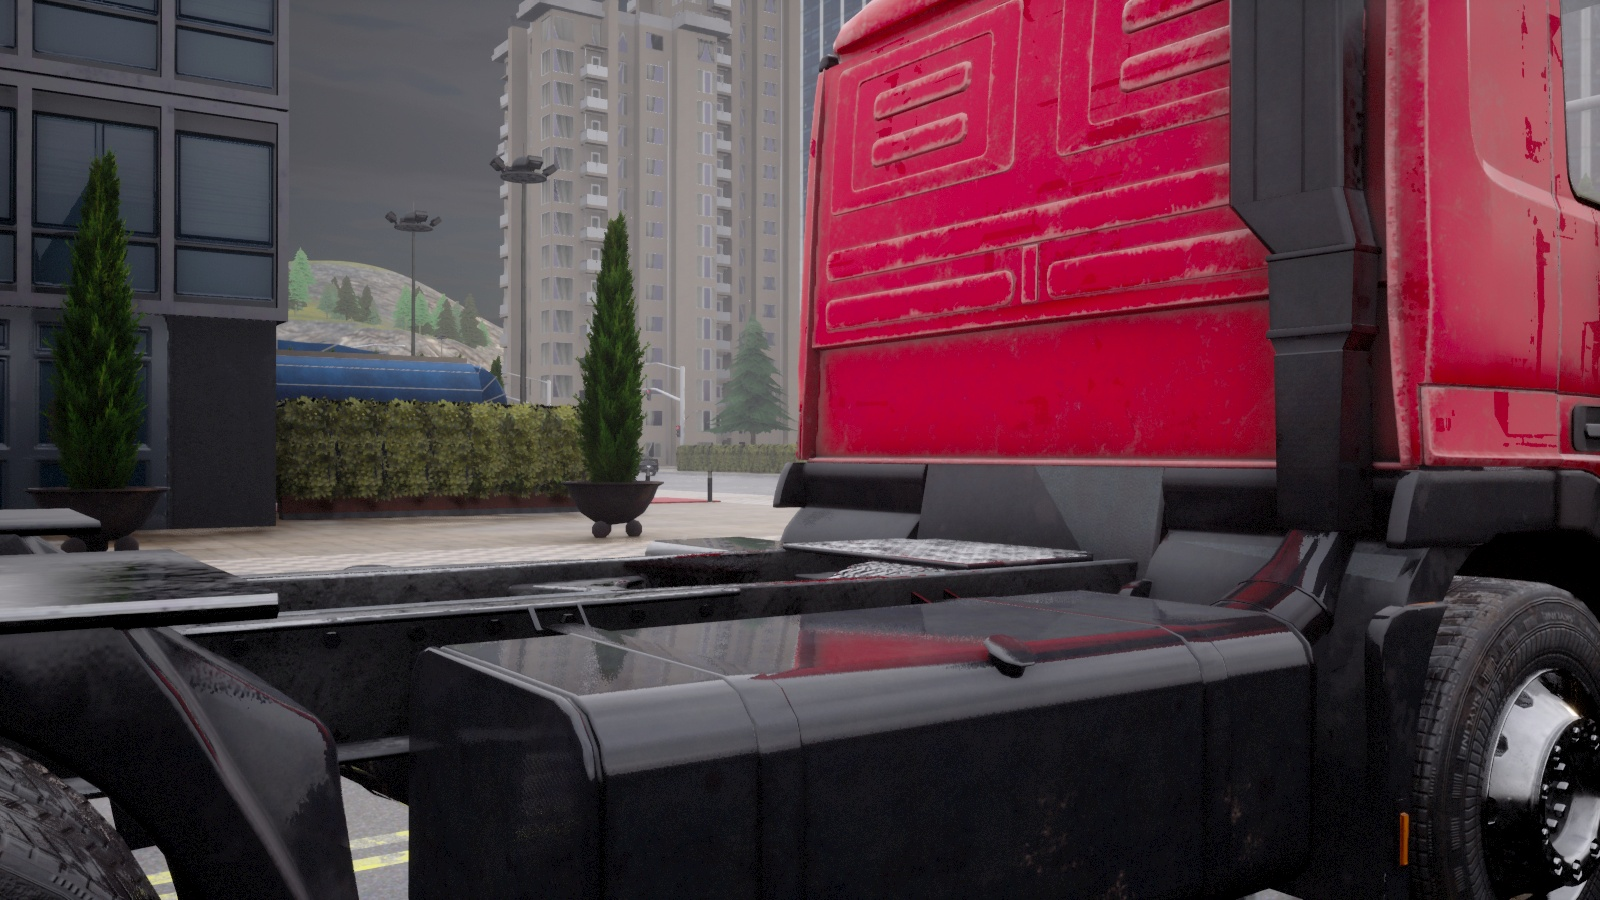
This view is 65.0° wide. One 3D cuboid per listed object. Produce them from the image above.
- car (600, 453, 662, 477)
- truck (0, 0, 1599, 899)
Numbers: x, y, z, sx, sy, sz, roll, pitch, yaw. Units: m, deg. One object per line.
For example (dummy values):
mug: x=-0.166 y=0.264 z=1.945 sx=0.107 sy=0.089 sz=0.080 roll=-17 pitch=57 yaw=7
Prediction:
car: x=-10.939 y=0.944 z=81.072 sx=1.882 sy=1.535 sz=5.008 roll=0 pitch=0 yaw=-35
truck: x=-0.663 y=-0.228 z=3.201 sx=7.936 sy=3.462 sz=2.891 roll=0 pitch=0 yaw=-35
